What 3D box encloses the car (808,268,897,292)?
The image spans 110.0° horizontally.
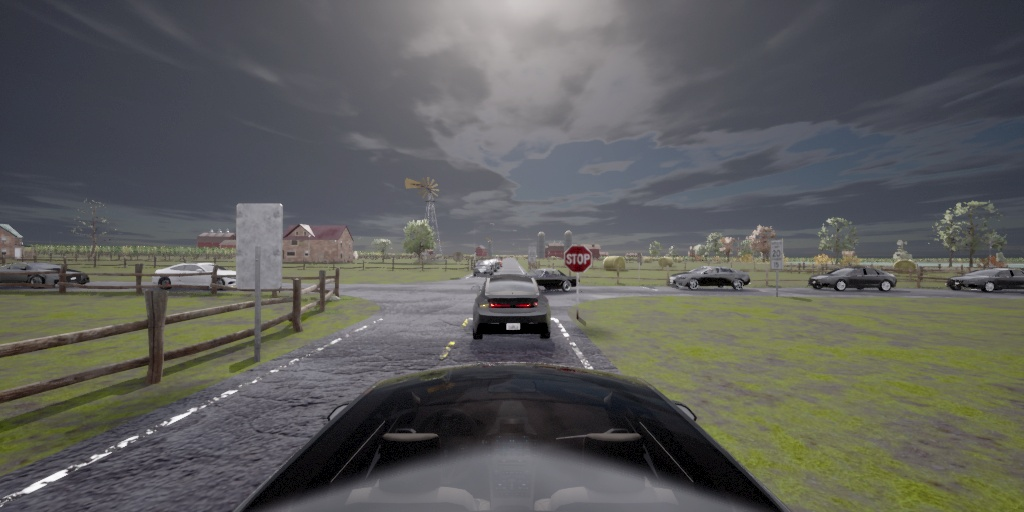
[{"bbox_3d":[22.199,1.499,23.501,4.892,1.490,1.837,1,-1,-1],"label":"car"}]

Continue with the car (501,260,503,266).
[{"bbox_3d":[-2.823,1.240,55.729,2.128,1.511,4.902,0,0,0],"label":"car"}]

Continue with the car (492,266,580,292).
[{"bbox_3d":[1.499,1.369,20.100,4.718,1.301,1.895,1,0,-35],"label":"car"}]

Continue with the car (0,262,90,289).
[{"bbox_3d":[-26.364,1.048,19.888,4.181,1.385,1.994,1,-1,-1],"label":"car"}]

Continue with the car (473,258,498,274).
[{"bbox_3d":[-2.861,1.243,36.741,2.128,1.511,4.902,0,0,0],"label":"car"}]

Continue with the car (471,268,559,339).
[{"bbox_3d":[-0.074,1.256,10.054,1.837,1.490,4.892,0,0,-2],"label":"car"}]

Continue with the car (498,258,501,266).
[{"bbox_3d":[-2.854,1.241,46.187,2.128,1.511,4.902,0,0,0],"label":"car"}]

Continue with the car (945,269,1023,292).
[{"bbox_3d":[31.702,1.587,23.622,4.892,1.490,1.837,1,-1,-1],"label":"car"}]

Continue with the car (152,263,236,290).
[{"bbox_3d":[-17.244,1.103,20.010,4.674,1.442,1.812,1,-1,-1],"label":"car"}]

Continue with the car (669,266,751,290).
[{"bbox_3d":[12.797,1.397,23.329,4.902,1.511,2.128,1,-1,-2],"label":"car"}]
